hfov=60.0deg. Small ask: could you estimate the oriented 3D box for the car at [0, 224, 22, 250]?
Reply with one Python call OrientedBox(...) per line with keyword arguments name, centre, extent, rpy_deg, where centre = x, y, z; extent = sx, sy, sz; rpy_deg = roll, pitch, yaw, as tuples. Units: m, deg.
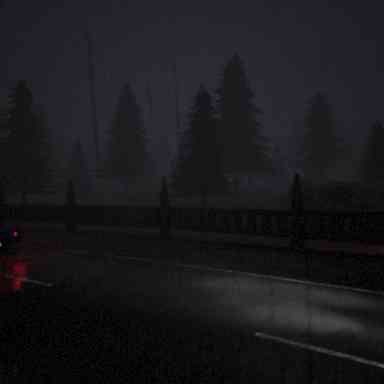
OrientedBox(name="car", centre=(-9.090, 1.660, 13.207), extent=(4.718, 1.301, 1.895), rpy_deg=(0, 0, 27))
